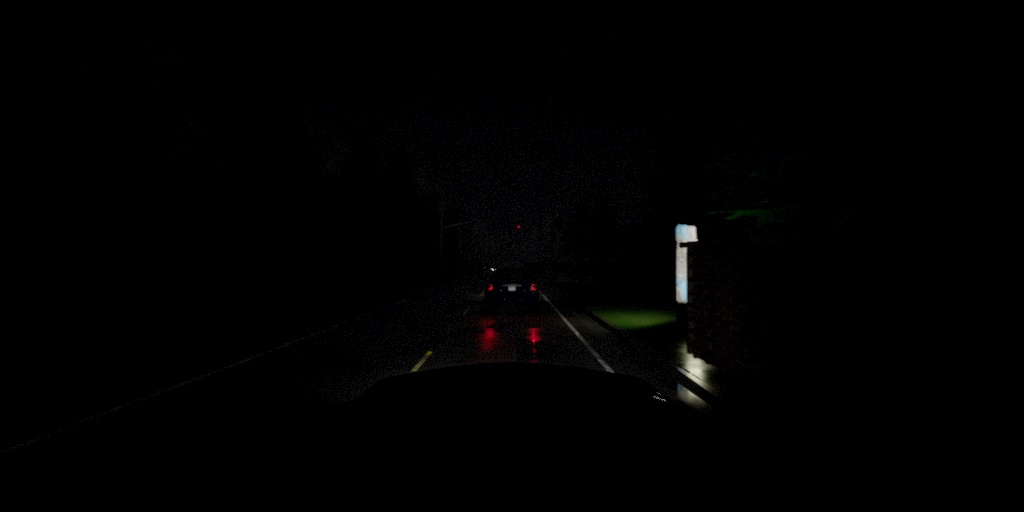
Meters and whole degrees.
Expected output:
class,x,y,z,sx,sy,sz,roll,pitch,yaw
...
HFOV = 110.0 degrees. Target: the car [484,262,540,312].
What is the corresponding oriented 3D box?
class,x,y,z,sx,sy,sz,roll,pitch,yaw
car,0.011,1.248,15.258,2.097,1.767,4.553,0,-1,0
